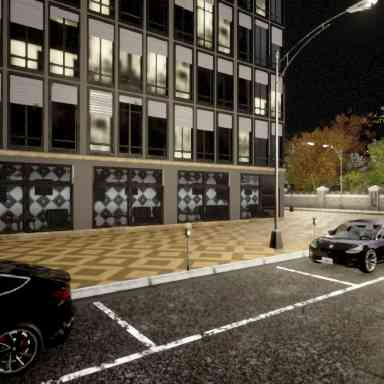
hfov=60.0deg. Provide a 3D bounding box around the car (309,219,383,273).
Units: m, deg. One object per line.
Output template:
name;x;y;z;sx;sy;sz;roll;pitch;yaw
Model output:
car;5.589;1.562;10.645;4.313;1.339;1.947;0;0;-36

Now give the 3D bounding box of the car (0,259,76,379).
car;-3.641;1.566;3.960;4.313;1.339;1.947;0;0;-36
